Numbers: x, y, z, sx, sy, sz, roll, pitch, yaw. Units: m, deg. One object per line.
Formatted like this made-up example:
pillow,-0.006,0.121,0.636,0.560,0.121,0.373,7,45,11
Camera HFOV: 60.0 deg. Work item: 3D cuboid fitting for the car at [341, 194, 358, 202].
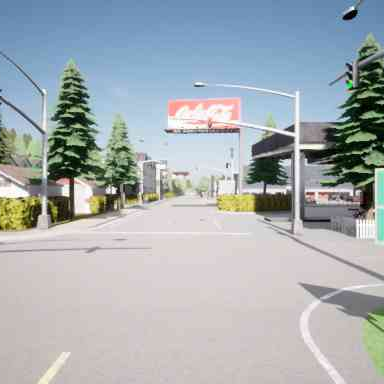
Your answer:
car,34.870,1.489,71.866,2.007,1.523,4.514,0,0,0

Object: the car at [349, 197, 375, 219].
car,14.356,1.504,24.998,3.866,1.878,1.905,0,0,0

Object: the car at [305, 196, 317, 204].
car,22.470,1.552,64.069,1.970,1.475,3.806,0,0,0

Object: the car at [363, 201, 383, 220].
car,18.679,1.672,30.670,4.611,1.667,2.242,0,0,0
